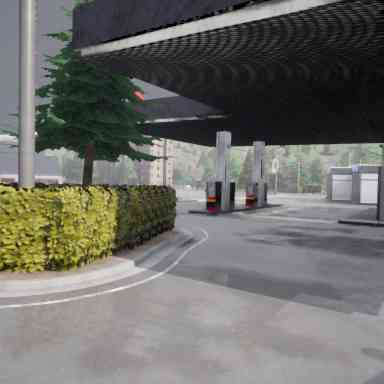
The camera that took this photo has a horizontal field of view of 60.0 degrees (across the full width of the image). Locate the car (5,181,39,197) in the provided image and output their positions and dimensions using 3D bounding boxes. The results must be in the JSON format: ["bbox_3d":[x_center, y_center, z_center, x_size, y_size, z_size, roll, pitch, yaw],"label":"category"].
[{"bbox_3d":[-21.727,-0.457,42.412,4.605,1.855,1.932,2,2,35],"label":"car"}]

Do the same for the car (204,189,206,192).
[{"bbox_3d":[4.930,-0.335,65.577,5.027,1.636,2.152,2,2,35],"label":"car"}]

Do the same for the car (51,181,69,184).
[{"bbox_3d":[-26.734,-1.251,65.441,3.866,1.878,1.905,2,2,35],"label":"car"}]

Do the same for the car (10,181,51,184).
[{"bbox_3d":[-17.196,-0.173,35.193,3.866,1.878,1.905,2,2,35],"label":"car"}]

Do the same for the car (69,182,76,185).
[{"bbox_3d":[-25.395,-1.278,68.053,4.605,1.855,1.932,2,2,35],"label":"car"}]
